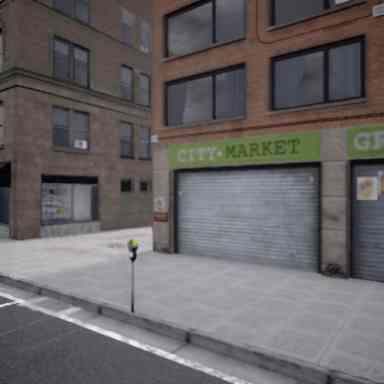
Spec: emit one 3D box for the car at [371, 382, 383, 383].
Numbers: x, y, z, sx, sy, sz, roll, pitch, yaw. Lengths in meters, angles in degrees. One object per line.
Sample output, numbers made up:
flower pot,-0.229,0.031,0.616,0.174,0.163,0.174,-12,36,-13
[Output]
car,2.549,1.553,0.992,4.403,1.369,2.008,0,0,35
